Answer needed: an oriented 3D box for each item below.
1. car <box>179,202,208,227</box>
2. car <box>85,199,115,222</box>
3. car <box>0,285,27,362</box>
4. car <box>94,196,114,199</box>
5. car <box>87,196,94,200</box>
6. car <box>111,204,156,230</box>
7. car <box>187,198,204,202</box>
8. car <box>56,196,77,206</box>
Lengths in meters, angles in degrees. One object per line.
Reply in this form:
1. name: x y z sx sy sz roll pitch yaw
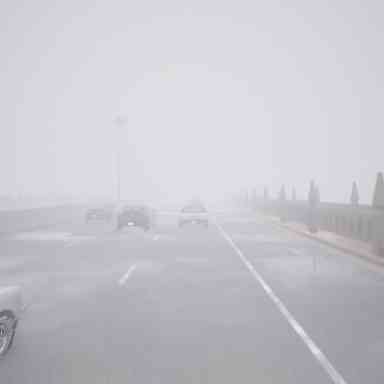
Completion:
1. car: 0.109 1.602 23.031 1.895 1.301 4.718 0 0 0
2. car: -6.870 1.527 25.837 1.812 1.442 4.674 0 0 0
3. car: -3.400 1.601 2.855 1.895 1.301 4.718 0 0 0
4. car: -13.399 1.506 52.559 1.837 1.490 4.892 0 0 2
5. car: -16.751 1.494 57.306 2.128 1.511 4.902 0 0 2
6. car: -3.400 1.506 20.821 1.837 1.490 4.892 0 0 0
7. car: 0.453 1.506 41.475 1.837 1.490 4.892 0 0 2
8. car: -20.342 1.506 54.258 1.837 1.490 4.892 0 0 2
